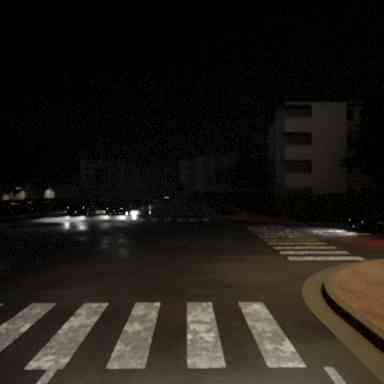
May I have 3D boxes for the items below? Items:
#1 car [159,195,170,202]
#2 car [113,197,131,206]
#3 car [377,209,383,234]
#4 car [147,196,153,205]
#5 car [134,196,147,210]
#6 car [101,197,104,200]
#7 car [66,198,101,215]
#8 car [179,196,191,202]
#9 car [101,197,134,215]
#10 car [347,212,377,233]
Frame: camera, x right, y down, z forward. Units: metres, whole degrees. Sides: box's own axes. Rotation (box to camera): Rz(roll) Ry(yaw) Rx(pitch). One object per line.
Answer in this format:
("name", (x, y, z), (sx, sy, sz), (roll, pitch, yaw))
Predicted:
("car", (-6.127, 1.417, 74.283), (2.128, 1.511, 4.902), (0, 0, -18))
("car", (-11.011, 1.487, 52.637), (1.994, 1.385, 4.181), (0, 0, 0))
("car", (11.426, 1.439, 14.887), (5.008, 1.535, 1.882), (0, 0, 0))
("car", (-7.560, 1.444, 55.809), (1.812, 1.442, 4.674), (0, 0, 0))
("car", (-7.428, 1.430, 42.255), (2.128, 1.511, 4.902), (0, 0, -1))
("car", (-10.930, 1.416, 42.444), (1.882, 1.535, 5.008), (0, 0, 0))
("car", (-10.828, 1.552, 33.051), (1.895, 1.301, 4.718), (0, 0, -1))
("car", (-1.471, 1.439, 70.061), (2.033, 1.411, 5.357), (0, 0, -11))
("car", (-7.286, 1.456, 33.120), (1.837, 1.490, 4.892), (0, 0, -2))
("car", (11.584, 1.504, 18.393), (5.357, 1.411, 2.033), (0, 0, 0))
